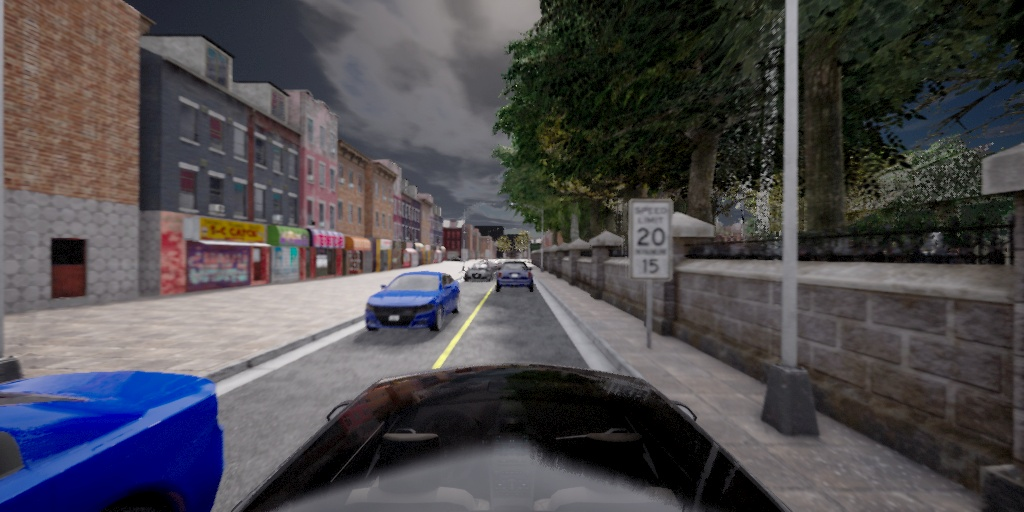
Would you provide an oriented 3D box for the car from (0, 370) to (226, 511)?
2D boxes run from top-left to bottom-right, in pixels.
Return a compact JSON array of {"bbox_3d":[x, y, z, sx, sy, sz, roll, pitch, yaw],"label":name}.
[{"bbox_3d":[-2.881,1.207,0.300,1.882,1.535,5.008,0,0,1],"label":"car"}]

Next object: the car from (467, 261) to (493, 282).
[{"bbox_3d":[-2.574,1.279,28.408,1.994,1.385,4.181,0,0,1],"label":"car"}]

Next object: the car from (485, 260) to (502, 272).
[{"bbox_3d":[-2.338,1.279,46.785,1.994,1.385,4.181,0,0,1],"label":"car"}]

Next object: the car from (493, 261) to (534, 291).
[{"bbox_3d":[0.174,1.091,21.725,2.097,1.767,4.553,0,0,1],"label":"car"}]

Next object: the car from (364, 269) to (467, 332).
[{"bbox_3d":[-2.778,1.205,11.013,1.882,1.535,5.008,0,0,1],"label":"car"}]
